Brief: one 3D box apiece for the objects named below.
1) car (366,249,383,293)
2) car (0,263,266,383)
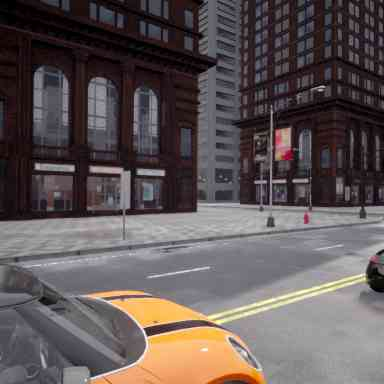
[{"bbox_3d":[5.877,1.576,7.654,4.181,1.385,1.994,0,0,-35],"label":"car"},{"bbox_3d":[-1.550,1.352,2.334,4.553,1.767,2.097,0,0,-36],"label":"car"}]
